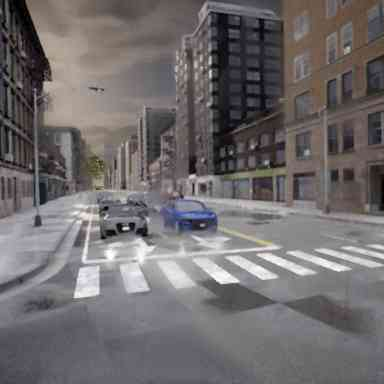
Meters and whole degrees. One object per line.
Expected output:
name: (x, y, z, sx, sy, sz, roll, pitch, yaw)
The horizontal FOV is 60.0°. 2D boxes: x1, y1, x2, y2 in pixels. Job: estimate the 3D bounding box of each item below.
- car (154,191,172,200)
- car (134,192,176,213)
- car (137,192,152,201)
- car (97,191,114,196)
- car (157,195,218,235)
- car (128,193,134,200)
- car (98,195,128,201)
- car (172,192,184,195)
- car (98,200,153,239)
car: (-5.016, 0.565, 57.185, 2.033, 1.411, 5.357, -1, 1, -16)
car: (-3.081, 1.024, 26.650, 2.128, 1.511, 4.902, -1, 1, -16)
car: (-8.146, 0.685, 56.315, 1.895, 1.301, 4.718, -1, 1, -16)
car: (-11.853, 0.691, 45.580, 2.097, 1.767, 4.553, -1, 1, -16)
car: (-0.237, 1.134, 16.790, 1.882, 1.535, 5.008, -1, 1, -16)
car: (-6.250, 0.890, 37.696, 1.837, 1.490, 4.892, -1, 2, -16)
car: (-6.561, 1.185, 27.003, 1.895, 1.301, 4.718, -1, 1, -16)
car: (-2.190, 0.673, 47.525, 1.812, 1.442, 4.674, -1, 1, -15)
car: (-3.275, 1.291, 15.594, 1.994, 1.385, 4.181, -1, 1, -16)
